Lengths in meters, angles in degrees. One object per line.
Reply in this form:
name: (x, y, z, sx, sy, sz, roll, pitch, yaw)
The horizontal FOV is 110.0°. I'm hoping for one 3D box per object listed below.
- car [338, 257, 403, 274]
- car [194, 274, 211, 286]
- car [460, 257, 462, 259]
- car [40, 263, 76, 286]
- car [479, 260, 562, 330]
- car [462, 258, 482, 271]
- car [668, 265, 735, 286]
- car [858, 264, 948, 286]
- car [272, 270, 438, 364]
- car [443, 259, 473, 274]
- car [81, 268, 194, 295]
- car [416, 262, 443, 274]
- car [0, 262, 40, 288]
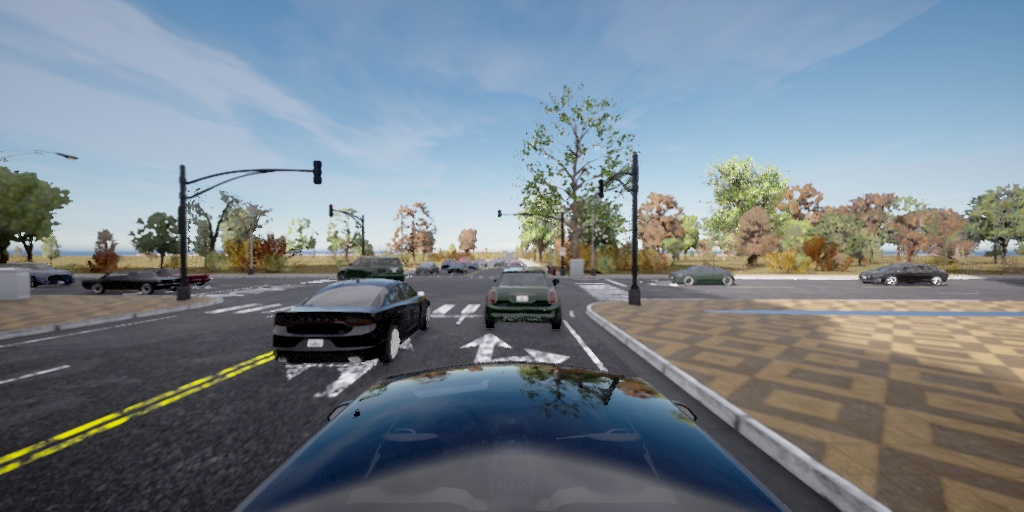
car: (-9.929, 1.066, 25.211, 5.566, 2.045, 2.150, 1, 0, 36)
car: (-23.347, 1.476, 24.324, 4.718, 1.301, 1.895, 0, 1, 3)
car: (-9.537, 1.266, 55.029, 2.097, 1.767, 4.553, 0, 0, 1)
car: (-33.243, 1.240, 24.755, 4.553, 1.767, 2.097, 0, 1, 3)
car: (0.455, 1.137, 11.494, 2.097, 1.767, 4.553, 0, 0, 5)
car: (-6.288, 1.463, 55.049, 2.033, 1.411, 5.357, 0, 0, 2)
car: (13.432, 1.354, 25.564, 4.181, 1.385, 1.994, 0, 1, 3)
car: (27.063, 1.277, 24.920, 4.892, 1.490, 1.837, 0, 1, 3)
car: (-3.181, 1.251, 8.193, 1.882, 1.535, 5.008, 0, 0, -1)
car: (-6.502, 1.433, 43.754, 2.033, 1.411, 5.357, 0, 0, 1)
car: (-21.943, 1.512, 21.009, 4.718, 1.301, 1.895, 0, 1, 3)
car: (-9.786, 1.406, 42.012, 1.812, 1.442, 4.674, 0, 0, 1)
car: (-31.979, 1.278, 21.446, 4.553, 1.767, 2.097, 0, 1, 3)
